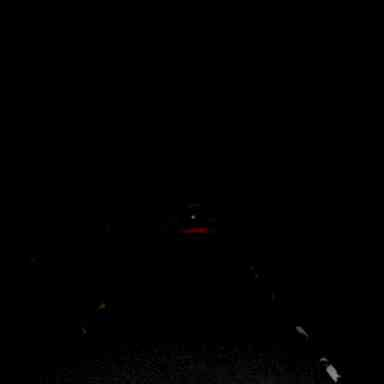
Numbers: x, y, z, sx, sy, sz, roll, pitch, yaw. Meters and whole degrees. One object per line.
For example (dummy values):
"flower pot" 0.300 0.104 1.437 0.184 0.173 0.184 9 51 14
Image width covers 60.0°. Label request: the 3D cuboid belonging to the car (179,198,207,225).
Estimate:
"car" 0.075 1.442 23.724 1.882 1.535 5.008 0 0 0
